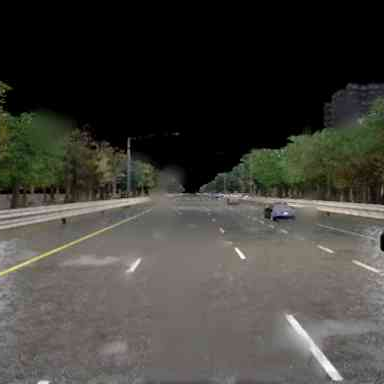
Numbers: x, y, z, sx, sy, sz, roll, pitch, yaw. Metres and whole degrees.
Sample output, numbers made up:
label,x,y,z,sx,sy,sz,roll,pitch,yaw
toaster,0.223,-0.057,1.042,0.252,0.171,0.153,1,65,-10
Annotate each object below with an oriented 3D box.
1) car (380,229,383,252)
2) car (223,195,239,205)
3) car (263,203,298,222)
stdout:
label,x,y,z,sx,sy,sz,roll,pitch,yaw
car,7.001,1.224,8.129,2.150,2.045,5.566,0,0,0
car,7.085,1.602,58.322,2.033,1.411,5.357,0,0,0
car,7.007,1.579,26.809,1.994,1.385,4.181,0,0,0
